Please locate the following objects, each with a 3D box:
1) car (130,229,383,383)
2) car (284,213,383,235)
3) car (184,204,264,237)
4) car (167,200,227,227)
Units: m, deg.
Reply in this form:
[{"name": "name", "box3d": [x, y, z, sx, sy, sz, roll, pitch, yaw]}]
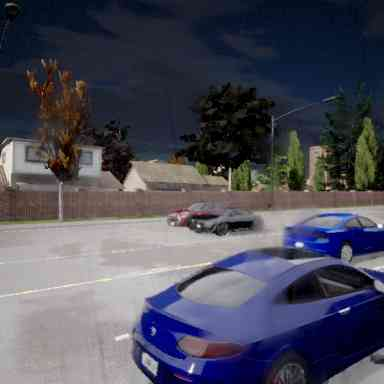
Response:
[{"name": "car", "box3d": [1.449, 1.527, 4.652, 4.674, 1.442, 1.812, 0, 0, -35]}, {"name": "car", "box3d": [5.333, 1.482, 11.721, 5.008, 1.535, 1.882, 0, 0, -36]}, {"name": "car", "box3d": [1.961, 1.569, 18.161, 4.181, 1.385, 1.994, 0, 0, -36]}, {"name": "car", "box3d": [0.646, 1.357, 21.520, 4.553, 1.767, 2.097, 0, 0, -36]}]
